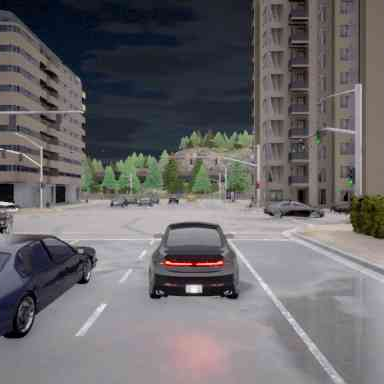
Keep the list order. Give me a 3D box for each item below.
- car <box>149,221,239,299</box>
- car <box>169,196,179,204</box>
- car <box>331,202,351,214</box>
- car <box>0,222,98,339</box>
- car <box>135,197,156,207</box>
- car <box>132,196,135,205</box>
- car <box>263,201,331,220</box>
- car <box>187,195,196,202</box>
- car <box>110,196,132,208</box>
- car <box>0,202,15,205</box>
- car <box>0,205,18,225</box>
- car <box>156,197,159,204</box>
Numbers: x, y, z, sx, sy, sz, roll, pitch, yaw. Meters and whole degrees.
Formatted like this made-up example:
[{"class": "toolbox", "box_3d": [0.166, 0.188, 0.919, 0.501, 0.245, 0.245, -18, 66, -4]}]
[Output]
[{"class": "car", "box_3d": [0.049, 1.505, 8.445, 1.837, 1.490, 4.892, 0, 0, 0]}, {"class": "car", "box_3d": [-3.522, 1.504, 65.249, 1.837, 1.490, 4.892, 0, 0, 0]}, {"class": "car", "box_3d": [17.285, 1.547, 34.580, 5.357, 1.411, 2.033, 0, 0, 0]}, {"class": "car", "box_3d": [-3.461, 1.547, 6.516, 2.033, 1.411, 5.357, 0, 0, 0]}, {"class": "car", "box_3d": [-7.183, 1.526, 51.982, 1.812, 1.442, 4.674, 0, 0, -1]}, {"class": "car", "box_3d": [-10.675, 1.505, 58.290, 1.837, 1.490, 4.892, 0, 0, 0]}, {"class": "car", "box_3d": [8.344, 1.491, 27.455, 4.902, 1.511, 2.128, 0, 0, 0]}, {"class": "car", "box_3d": [-0.125, 1.478, 73.854, 1.882, 1.535, 5.008, 0, 0, 0]}, {"class": "car", "box_3d": [-10.681, 1.491, 49.016, 2.128, 1.511, 4.902, 0, 0, 0]}, {"class": "car", "box_3d": [-17.575, 1.223, 27.671, 5.566, 2.045, 2.150, 0, 0, 0]}, {"class": "car", "box_3d": [-10.957, 1.601, 18.240, 1.895, 1.301, 4.718, 0, 0, -24]}, {"class": "car", "box_3d": [-7.174, 1.564, 61.895, 1.994, 1.385, 4.181, 0, 0, 0]}]
